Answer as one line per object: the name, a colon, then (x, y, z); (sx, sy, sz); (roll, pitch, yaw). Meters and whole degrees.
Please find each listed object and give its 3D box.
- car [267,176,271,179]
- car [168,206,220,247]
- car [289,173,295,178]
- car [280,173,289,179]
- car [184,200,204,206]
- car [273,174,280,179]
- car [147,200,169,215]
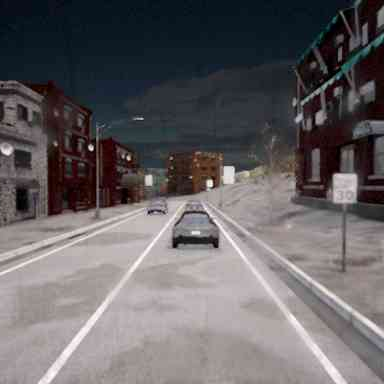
car: (22.401, -3.822, 89.658); (2.002, 1.452, 4.674); (0, 1, -2)
car: (0.152, 1.559, 14.956); (1.994, 1.385, 4.181); (0, 0, 0)
car: (23.784, -3.523, 72.920); (2.163, 1.488, 4.792); (0, 1, -6)
car: (23.184, -3.783, 78.613); (2.185, 1.767, 4.553); (0, 1, -5)
car: (0.208, 1.537, 32.837); (2.033, 1.411, 5.357); (0, 0, 0)
car: (22.734, -3.760, 84.120); (2.097, 1.535, 5.008); (0, 1, -3)
car: (-3.388, 1.541, 33.979); (2.033, 1.411, 5.357); (0, 0, 0)
